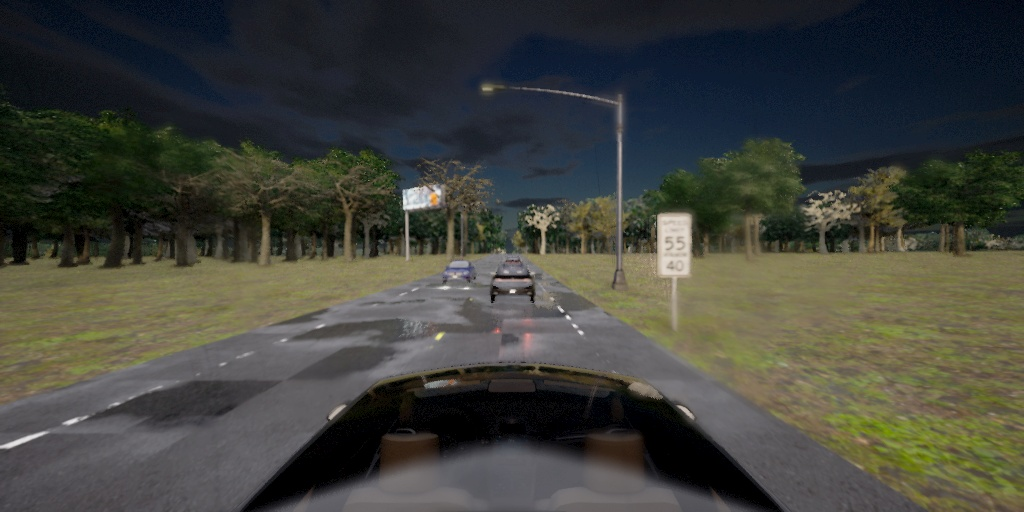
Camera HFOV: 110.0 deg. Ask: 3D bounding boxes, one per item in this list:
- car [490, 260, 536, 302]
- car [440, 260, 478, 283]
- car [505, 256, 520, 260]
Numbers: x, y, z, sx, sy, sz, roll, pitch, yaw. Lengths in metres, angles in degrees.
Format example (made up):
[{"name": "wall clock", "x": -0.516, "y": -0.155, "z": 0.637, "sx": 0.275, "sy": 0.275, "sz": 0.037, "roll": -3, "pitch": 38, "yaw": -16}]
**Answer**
[{"name": "car", "x": 0.037, "y": 1.105, "z": 16.046, "sx": 2.128, "sy": 1.511, "sz": 4.902, "roll": 0, "pitch": 1, "yaw": 0}, {"name": "car", "x": -3.548, "y": 1.014, "z": 24.774, "sx": 1.812, "sy": 1.442, "sz": 4.674, "roll": 0, "pitch": 1, "yaw": 1}, {"name": "car", "x": 0.067, "y": 0.767, "z": 36.377, "sx": 2.128, "sy": 1.511, "sz": 4.902, "roll": 0, "pitch": 1, "yaw": 0}]
